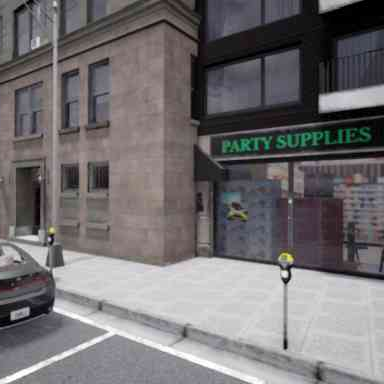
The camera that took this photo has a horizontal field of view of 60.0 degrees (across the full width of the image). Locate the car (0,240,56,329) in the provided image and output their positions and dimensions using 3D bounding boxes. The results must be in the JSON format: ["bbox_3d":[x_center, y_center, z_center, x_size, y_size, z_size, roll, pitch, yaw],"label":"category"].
[{"bbox_3d":[-4.290,1.548,6.147,4.403,1.369,2.008,0,0,36],"label":"car"}]
